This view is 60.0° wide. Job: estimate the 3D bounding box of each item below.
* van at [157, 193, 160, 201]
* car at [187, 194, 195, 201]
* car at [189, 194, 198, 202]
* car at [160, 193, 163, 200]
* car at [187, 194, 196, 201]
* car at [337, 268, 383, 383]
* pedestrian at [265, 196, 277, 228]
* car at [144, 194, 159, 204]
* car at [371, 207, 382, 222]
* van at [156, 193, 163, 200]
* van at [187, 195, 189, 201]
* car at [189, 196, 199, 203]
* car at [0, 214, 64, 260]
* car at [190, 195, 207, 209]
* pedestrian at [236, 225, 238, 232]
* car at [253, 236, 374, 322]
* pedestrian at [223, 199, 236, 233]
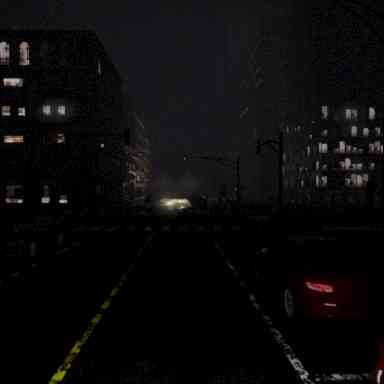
[{"bbox_3d":[-8.013,1.276,67.285,1.690,1.788,3.998,-1,0,-2],"label":"van"},{"bbox_3d":[-0.248,1.341,84.533,1.967,1.590,4.097,-1,0,-2],"label":"car"},{"bbox_3d":[0.914,1.401,50.678,1.967,1.590,4.097,-1,0,-2],"label":"car"},{"bbox_3d":[-8.399,1.458,78.570,1.887,1.381,4.507,-1,0,-2],"label":"car"},{"bbox_3d":[-0.059,1.353,78.890,1.967,1.590,4.097,-1,0,-2],"label":"car"},{"bbox_3d":[2.648,1.544,1.418,1.887,1.381,4.507,-1,0,-2],"label":"car"},{"bbox_3d":[4.519,1.135,18.882,0.375,1.860,0.375,-1,1,-2],"label":"pedestrian"},{"bbox_3d":[-7.815,1.510,61.643,1.947,1.339,4.313,-1,0,-2],"label":"car"},{"bbox_3d":[15.873,1.690,25.220,4.403,1.369,2.008,0,1,-1],"label":"car"},{"bbox_3d":[-8.791,1.229,89.857,1.690,1.788,3.998,-1,0,-2],"label":"van"},{"bbox_3d":[0.524,1.285,61.963,1.690,1.788,3.998,-1,0,-2],"label":"van"},{"bbox_3d":[0.331,1.479,67.606,1.887,1.381,4.507,-1,0,-2],"label":"car"},{"bbox_3d":[-6.111,1.546,12.248,2.008,1.369,4.403,-1,0,-2],"label":"car"},{"bbox_3d":[1.110,1.513,45.036,1.887,1.381,4.507,-1,0,-2],"label":"car"},{"bbox_3d":[2.337,1.286,19.410,0.375,1.860,0.375,-1,1,-2],"label":"pedestrian"},{"bbox_3d":[2.456,1.579,6.996,1.802,1.307,4.206,-1,0,-2],"label":"car"},{"bbox_3d":[2.034,1.287,18.198,0.375,1.860,0.375,-1,1,-2],"label":"pedestrian"}]
